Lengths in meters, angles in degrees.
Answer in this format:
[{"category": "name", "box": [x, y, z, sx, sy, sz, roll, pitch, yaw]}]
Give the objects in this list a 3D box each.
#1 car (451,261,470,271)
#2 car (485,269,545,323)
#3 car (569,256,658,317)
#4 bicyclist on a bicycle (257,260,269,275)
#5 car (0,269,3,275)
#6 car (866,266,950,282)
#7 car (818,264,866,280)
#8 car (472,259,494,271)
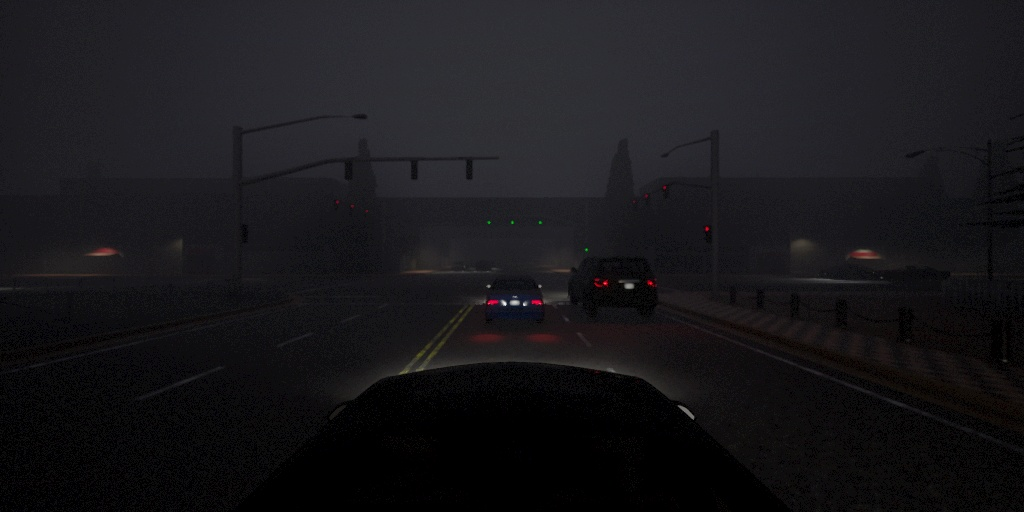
[{"category": "car", "box": [-7.692, 1.474, 52.253, 1.812, 1.442, 4.674, 0, 0, 1]}, {"category": "car", "box": [0.080, 1.339, 12.337, 2.033, 1.411, 5.357, 0, 0, 0]}, {"category": "car", "box": [3.577, 1.018, 13.610, 2.150, 2.045, 5.566, 0, 0, 0]}, {"category": "bicyclist on a bicycle", "box": [-25.769, 1.193, 37.137, 0.582, 1.620, 1.656, 0, 0, 2]}, {"category": "car", "box": [-51.108, 1.477, 33.546, 4.718, 1.301, 1.895, 0, 0, 2]}, {"category": "car", "box": [32.365, 1.458, 29.250, 4.718, 1.301, 1.895, 0, 0, 0]}, {"category": "car", "box": [30.604, 1.435, 32.755, 4.181, 1.385, 1.994, 0, 0, 0]}, {"category": "car", "box": [-4.193, 1.301, 52.362, 2.097, 1.767, 4.553, 0, 0, 1]}]
